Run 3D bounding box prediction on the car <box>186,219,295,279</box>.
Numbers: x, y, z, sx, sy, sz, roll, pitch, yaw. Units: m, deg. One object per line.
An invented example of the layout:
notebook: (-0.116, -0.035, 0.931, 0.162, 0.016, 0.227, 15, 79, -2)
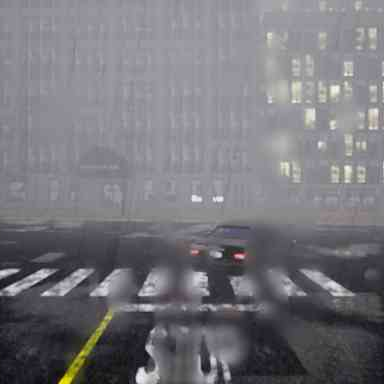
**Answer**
car: (1.741, 1.553, 10.226, 2.033, 1.411, 5.357, 0, 0, 27)
